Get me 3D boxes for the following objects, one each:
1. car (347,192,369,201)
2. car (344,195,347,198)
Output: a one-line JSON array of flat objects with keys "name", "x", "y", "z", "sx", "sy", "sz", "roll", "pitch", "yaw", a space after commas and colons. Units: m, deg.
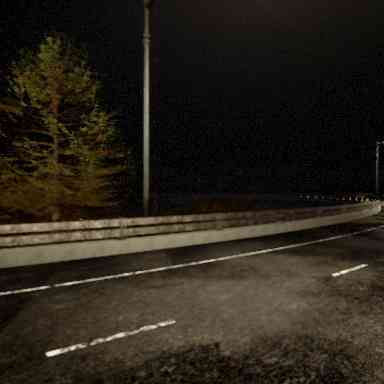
[{"name": "car", "x": 41.978, "y": 1.417, "z": 84.194, "sx": 2.097, "sy": 1.767, "sz": 4.553, "roll": 0, "pitch": 0, "yaw": 5}, {"name": "car", "x": 42.091, "y": 1.276, "z": 85.586, "sx": 2.150, "sy": 2.045, "sz": 5.566, "roll": 0, "pitch": 0, "yaw": 2}]
